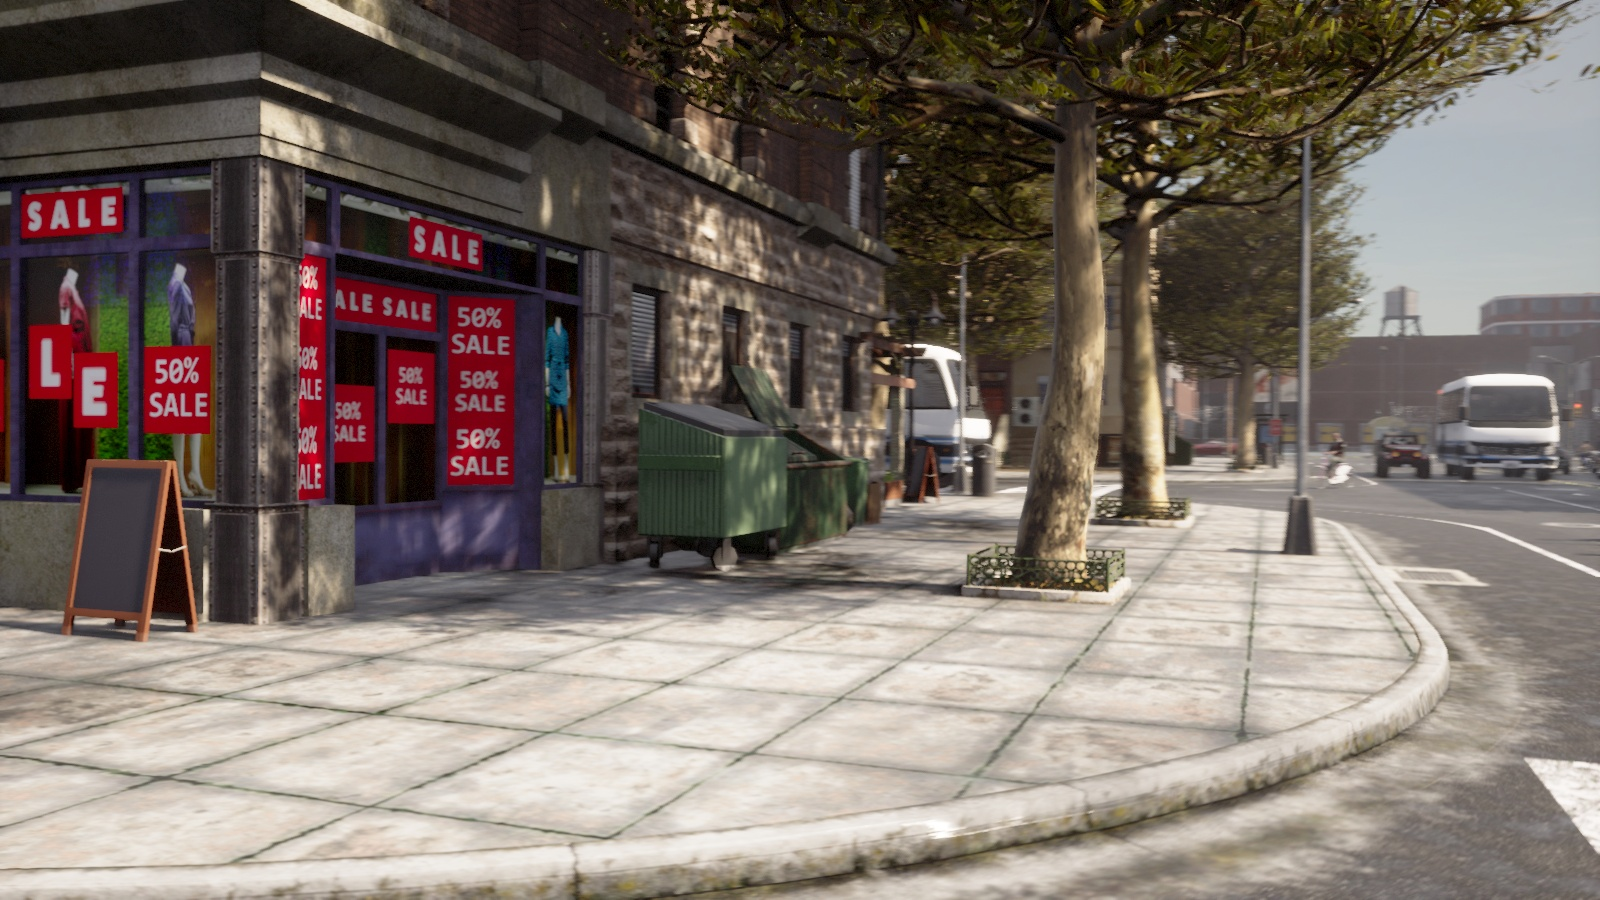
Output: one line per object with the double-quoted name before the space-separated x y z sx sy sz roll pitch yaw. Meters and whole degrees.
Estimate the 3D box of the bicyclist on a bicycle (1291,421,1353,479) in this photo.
"bicyclist on a bicycle" 16.245 -0.014 39.092 1.843 1.776 0.659 -1 -1 -25

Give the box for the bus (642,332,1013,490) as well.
"bus" 0.833 -1.055 37.422 10.273 4.253 3.944 0 1 20

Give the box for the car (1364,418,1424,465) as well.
"car" 24.902 -0.364 52.750 1.905 1.878 3.866 0 1 20

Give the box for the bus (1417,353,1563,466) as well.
"bus" 28.696 -1.582 52.789 3.944 4.253 10.273 0 1 21

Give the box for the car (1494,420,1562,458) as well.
"car" 35.405 -0.533 61.216 2.097 1.767 4.553 0 1 20

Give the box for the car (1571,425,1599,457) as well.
"car" 38.720 -0.461 60.085 2.128 1.511 4.902 0 1 20
